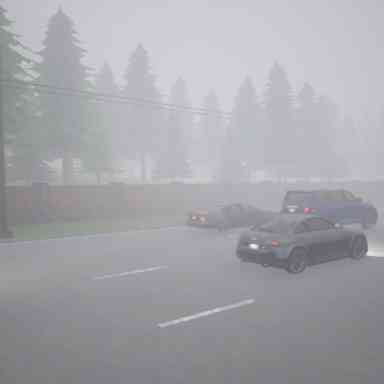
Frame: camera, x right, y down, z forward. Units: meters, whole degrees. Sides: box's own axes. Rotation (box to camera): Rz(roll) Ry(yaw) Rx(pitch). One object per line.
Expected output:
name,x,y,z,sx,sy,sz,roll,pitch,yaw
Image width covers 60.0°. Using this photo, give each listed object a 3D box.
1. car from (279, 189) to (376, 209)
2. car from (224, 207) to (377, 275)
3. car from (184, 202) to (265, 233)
car,6.683,0.850,16.224,5.566,2.045,2.150,-2,1,-33
car,3.305,1.354,9.861,4.181,1.385,1.994,-2,1,-33
car,2.191,1.247,17.482,5.357,1.411,2.033,-2,1,-33
